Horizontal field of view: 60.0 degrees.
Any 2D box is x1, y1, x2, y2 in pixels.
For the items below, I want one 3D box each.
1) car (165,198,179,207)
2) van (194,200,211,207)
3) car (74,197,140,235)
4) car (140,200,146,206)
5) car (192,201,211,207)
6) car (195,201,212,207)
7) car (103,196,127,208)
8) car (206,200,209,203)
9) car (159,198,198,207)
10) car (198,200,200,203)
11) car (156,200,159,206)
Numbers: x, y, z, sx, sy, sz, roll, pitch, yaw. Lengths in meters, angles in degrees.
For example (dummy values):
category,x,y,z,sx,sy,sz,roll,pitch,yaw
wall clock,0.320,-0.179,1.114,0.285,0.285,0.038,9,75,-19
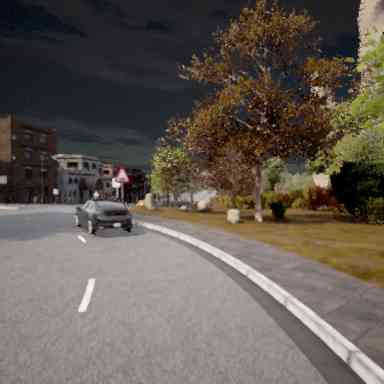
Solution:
category,x,y,z,sx,sy,sz,roll,pitch,yaw
car,-4.567,2.449,75.700,2.150,2.045,5.566,0,-2,7
van,2.813,3.135,90.347,4.442,1.987,1.878,0,-2,7
car,-4.428,1.104,16.309,1.837,1.490,4.892,0,1,-31
car,-9.204,2.286,65.312,1.882,1.535,5.008,0,-3,7
car,2.563,3.273,87.593,4.892,1.521,2.231,0,-2,7
car,3.314,3.318,93.054,4.553,1.767,2.185,0,-1,7
car,-11.203,1.498,48.930,1.882,1.535,5.008,0,-3,7
car,0.788,2.805,73.939,4.674,1.452,2.002,0,-2,7
car,-2.071,1.773,52.112,4.892,1.521,2.231,0,-3,7
car,-1.714,1.906,54.841,5.008,1.535,2.097,0,-3,7
car,-5.874,2.359,65.715,2.128,1.511,4.902,0,-3,7
